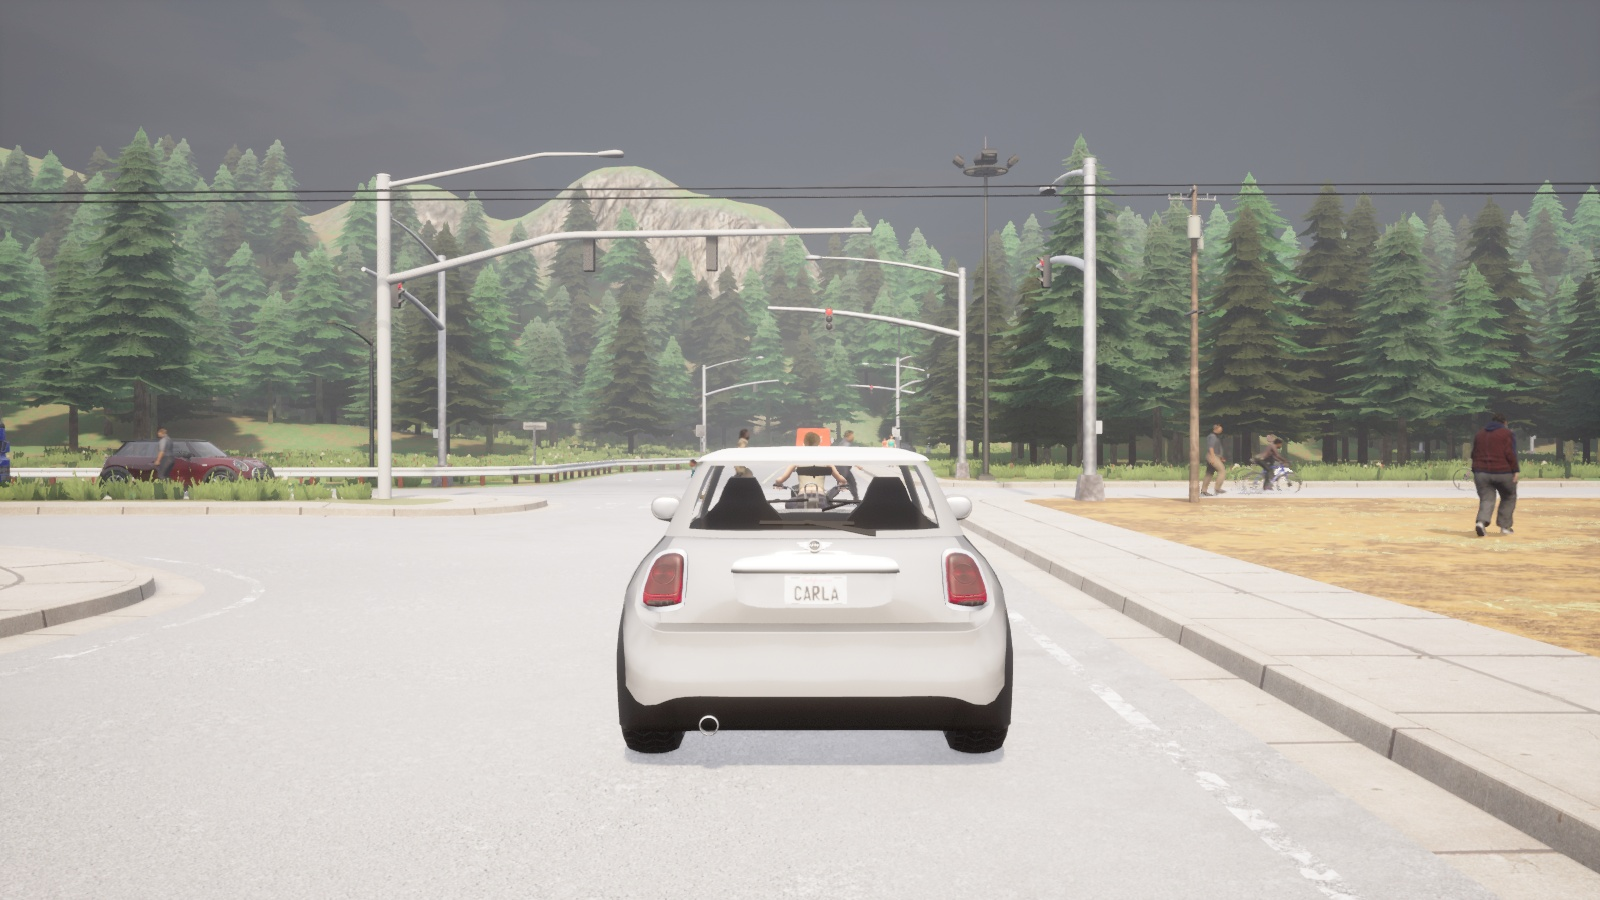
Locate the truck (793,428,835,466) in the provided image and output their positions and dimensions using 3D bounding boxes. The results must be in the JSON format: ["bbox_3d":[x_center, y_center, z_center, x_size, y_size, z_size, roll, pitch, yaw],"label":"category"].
[{"bbox_3d":[0.965,-0.210,83.654,2.627,2.467,5.204,0,0,2],"label":"truck"}]

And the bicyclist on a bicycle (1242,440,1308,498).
[{"bbox_3d":[13.476,0.526,35.643,1.656,1.620,0.582,0,0,2],"label":"bicyclist on a bicycle"}]

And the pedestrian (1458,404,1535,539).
[{"bbox_3d":[9.781,0.290,17.633,0.899,1.844,0.634,0,0,-37],"label":"pedestrian"}]

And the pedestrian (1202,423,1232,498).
[{"bbox_3d":[10.388,0.247,31.317,0.694,1.848,0.540,0,0,16],"label":"pedestrian"}]

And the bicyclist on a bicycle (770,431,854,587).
[{"bbox_3d":[0.123,0.607,13.751,0.866,1.612,1.509,0,0,0],"label":"bicyclist on a bicycle"}]

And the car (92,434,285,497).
[{"bbox_3d":[-17.662,0.430,36.426,4.553,1.767,2.097,0,0,1],"label":"car"}]

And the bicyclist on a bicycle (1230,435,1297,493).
[{"bbox_3d":[14.425,0.424,39.100,1.843,1.776,0.659,0,0,1],"label":"bicyclist on a bicycle"}]

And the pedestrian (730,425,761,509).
[{"bbox_3d":[-1.253,0.388,28.814,0.692,1.930,0.396,0,0,-3],"label":"pedestrian"}]

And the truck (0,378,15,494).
[{"bbox_3d":[-27.785,-0.411,36.683,7.936,3.462,2.891,0,0,1],"label":"truck"}]

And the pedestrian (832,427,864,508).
[{"bbox_3d":[1.110,0.387,28.938,0.694,1.848,0.540,0,0,-2],"label":"pedestrian"}]

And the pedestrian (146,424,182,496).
[{"bbox_3d":[-16.311,0.250,32.219,0.694,1.848,0.540,0,0,-9],"label":"pedestrian"}]

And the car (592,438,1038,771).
[{"bbox_3d":[0.070,0.672,7.459,1.970,1.475,3.806,0,0,0],"label":"car"}]

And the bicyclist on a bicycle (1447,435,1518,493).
[{"bbox_3d":[21.146,0.425,38.926,1.843,1.776,0.659,0,0,1],"label":"bicyclist on a bicycle"}]
